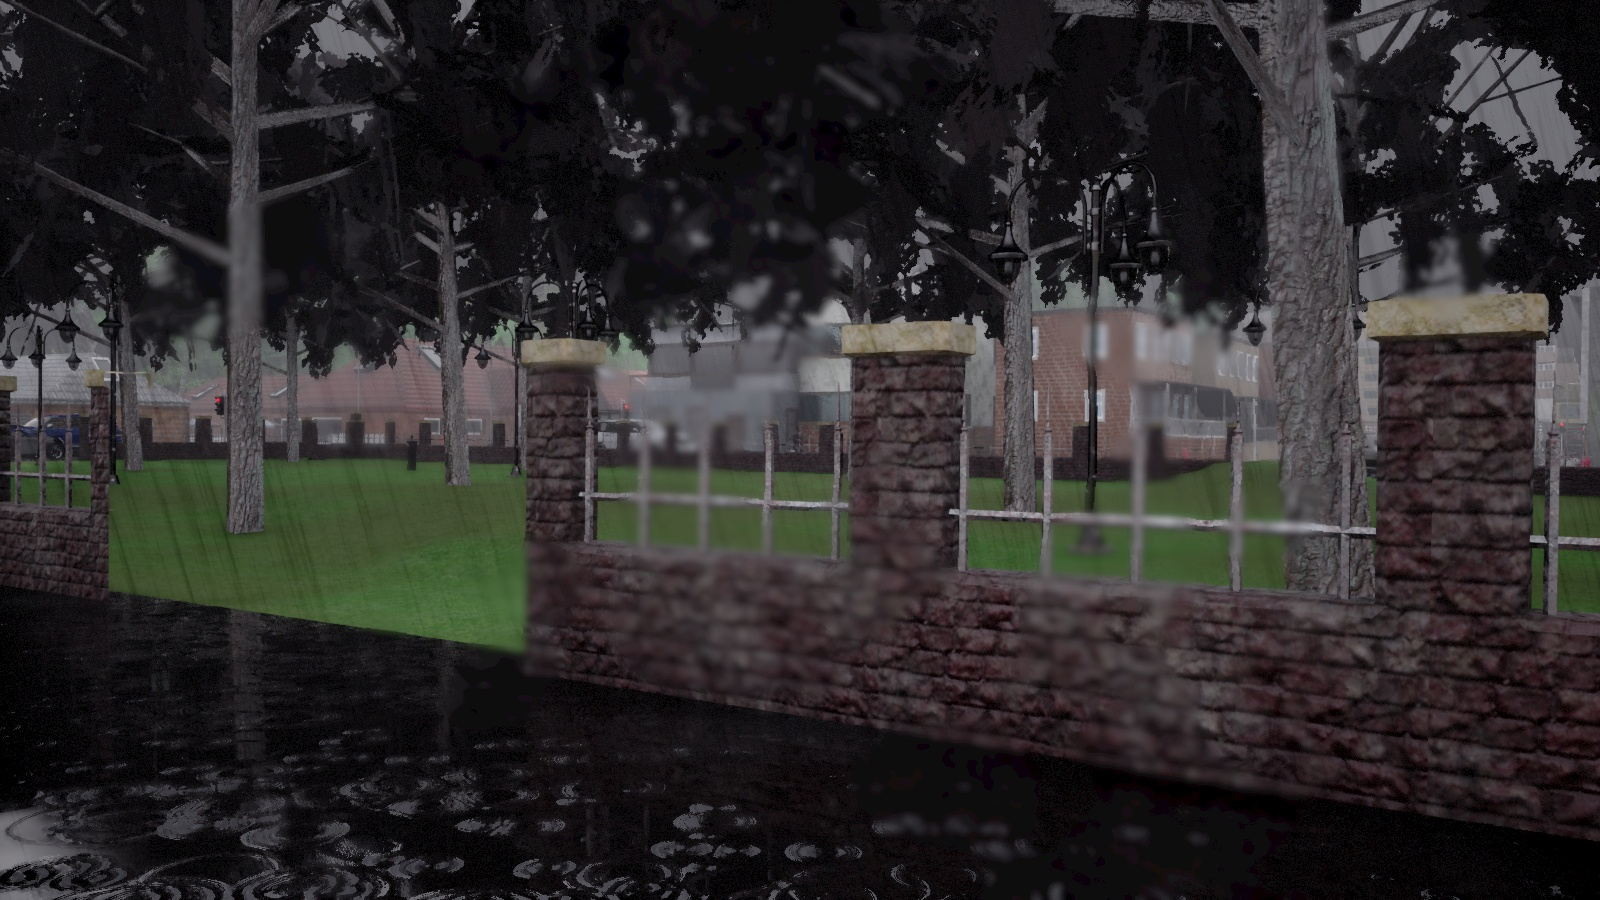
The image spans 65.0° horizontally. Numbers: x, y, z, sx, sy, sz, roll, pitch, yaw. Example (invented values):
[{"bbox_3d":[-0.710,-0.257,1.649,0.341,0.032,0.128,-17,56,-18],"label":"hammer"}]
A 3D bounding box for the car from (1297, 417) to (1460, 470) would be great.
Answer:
[{"bbox_3d":[19.347,-0.243,42.288,2.152,1.651,5.027,-1,1,-18],"label":"car"}]

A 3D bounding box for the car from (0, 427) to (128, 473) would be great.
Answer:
[{"bbox_3d":[-34.704,-0.035,58.563,2.150,2.045,5.566,0,1,33],"label":"car"}]

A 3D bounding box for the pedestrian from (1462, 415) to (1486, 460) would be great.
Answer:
[{"bbox_3d":[28.143,-0.530,52.430,0.694,1.848,0.540,-1,1,-8],"label":"pedestrian"}]

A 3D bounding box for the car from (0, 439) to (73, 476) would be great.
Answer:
[{"bbox_3d":[-33.263,0.317,53.399,1.845,1.501,3.633,0,1,32],"label":"car"}]

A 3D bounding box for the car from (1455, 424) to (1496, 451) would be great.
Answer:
[{"bbox_3d":[40.686,-0.771,75.580,1.851,1.617,3.988,0,1,33],"label":"car"}]

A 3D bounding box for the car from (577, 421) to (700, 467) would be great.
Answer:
[{"bbox_3d":[-7.590,-0.284,58.786,5.566,2.045,2.150,0,1,31],"label":"car"}]
